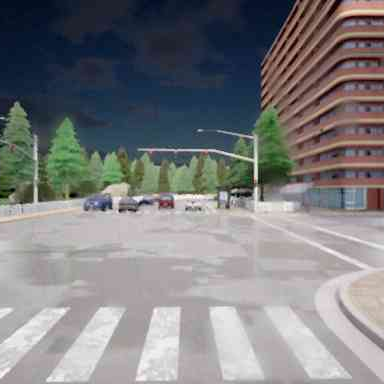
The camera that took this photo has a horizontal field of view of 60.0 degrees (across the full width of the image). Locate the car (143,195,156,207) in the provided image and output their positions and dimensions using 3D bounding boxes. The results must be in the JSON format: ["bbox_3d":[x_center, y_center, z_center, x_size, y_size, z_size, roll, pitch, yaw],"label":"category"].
[{"bbox_3d":[-6.973,1.502,50.569,1.895,1.301,4.718,0,0,1],"label":"car"}]

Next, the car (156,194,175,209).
[{"bbox_3d":[-3.343,1.391,44.652,1.882,1.535,5.008,0,0,0],"label":"car"}]

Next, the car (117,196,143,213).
[{"bbox_3d":[-6.764,1.478,35.766,2.033,1.411,5.357,0,0,-5],"label":"car"}]

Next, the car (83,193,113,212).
[{"bbox_3d":[-10.548,1.146,37.839,2.150,2.045,5.566,0,0,0],"label":"car"}]

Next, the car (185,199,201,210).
[{"bbox_3d":[0.153,1.520,41.582,1.895,1.301,4.718,0,0,0],"label":"car"}]

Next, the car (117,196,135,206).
[{"bbox_3d":[-10.421,1.423,52.782,1.812,1.442,4.674,0,0,1],"label":"car"}]

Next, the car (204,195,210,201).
[{"bbox_3d":[4.565,1.369,79.725,1.812,1.442,4.674,0,0,37],"label":"car"}]

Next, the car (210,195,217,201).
[{"bbox_3d":[6.909,1.376,76.998,2.128,1.511,4.902,0,0,37],"label":"car"}]

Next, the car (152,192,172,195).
[{"bbox_3d":[-5.507,1.090,66.782,2.150,2.045,5.566,0,0,14],"label":"car"}]
